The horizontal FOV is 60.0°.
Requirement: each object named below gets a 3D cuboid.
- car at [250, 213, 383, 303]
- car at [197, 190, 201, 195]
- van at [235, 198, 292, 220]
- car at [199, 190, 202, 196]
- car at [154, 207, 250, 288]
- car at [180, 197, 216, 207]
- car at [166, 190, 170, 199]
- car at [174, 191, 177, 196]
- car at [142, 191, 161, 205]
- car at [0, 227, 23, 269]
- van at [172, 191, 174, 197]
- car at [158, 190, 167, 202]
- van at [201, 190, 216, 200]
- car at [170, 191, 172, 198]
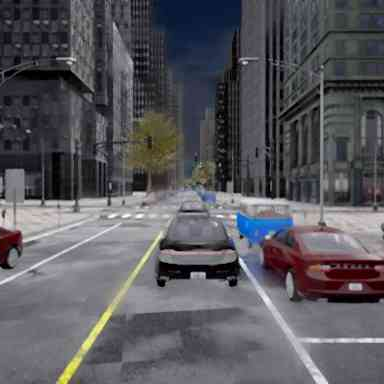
[{"bbox_3d":[2.777,1.449,7.872,1.887,1.381,4.507,0,1,0],"label":"car"},{"bbox_3d":[2.753,0.720,73.030,2.008,1.369,4.403,0,1,0],"label":"car"},{"bbox_3d":[2.778,1.180,13.394,1.690,1.788,3.998,0,1,0],"label":"van"},{"bbox_3d":[2.755,0.831,62.204,1.887,1.381,4.507,0,1,0],"label":"car"},{"bbox_3d":[0.101,1.384,8.908,2.128,1.511,4.902,0,1,0],"label":"car"},{"bbox_3d":[0.082,1.267,18.797,2.128,1.511,4.902,0,1,1],"label":"car"},{"bbox_3d":[-5.769,0.605,61.846,2.192,1.841,5.009,0,1,0],"label":"car"},{"bbox_3d":[-5.774,0.574,88.291,1.947,1.339,4.313,0,1,0],"label":"car"},{"bbox_3d":[-5.773,0.993,45.809,1.752,1.417,4.829,0,1,0],"label":"car"},{"bbox_3d":[-5.778,1.449,7.889,1.887,1.381,4.507,0,1,0],"label":"car"},{"bbox_3d":[-5.772,0.461,77.712,1.690,1.788,3.998,0,1,0],"label":"van"},{"bbox_3d":[-5.769,0.893,56.559,1.887,1.381,4.507,0,1,0],"label":"car"},{"bbox_3d":[2.758,0.747,51.377,1.690,1.788,3.998,0,1,0],"label":"van"},{"bbox_3d":[-5.771,0.783,67.137,2.008,1.369,4.403,0,1,0],"label":"car"}]
